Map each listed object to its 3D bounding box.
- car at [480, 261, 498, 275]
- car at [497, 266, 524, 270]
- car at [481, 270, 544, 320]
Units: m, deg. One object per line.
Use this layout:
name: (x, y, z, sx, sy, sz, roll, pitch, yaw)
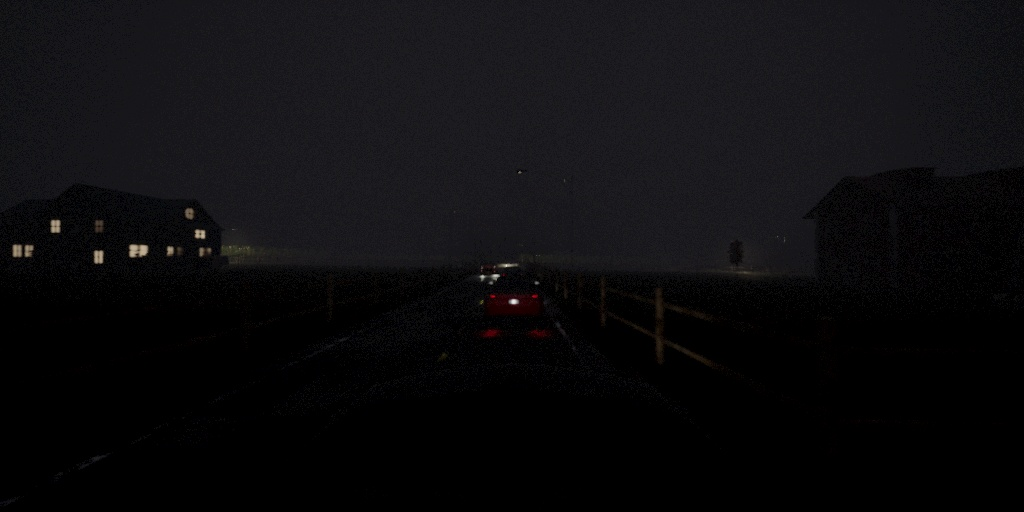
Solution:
car: (-2.851, 1.408, 45.287, 2.097, 1.767, 4.553, 0, 0, 0)
car: (0.064, 1.497, 28.165, 1.994, 1.385, 4.181, 0, 0, 0)
car: (0.069, 1.392, 13.033, 1.994, 1.385, 4.181, 0, 0, 0)
